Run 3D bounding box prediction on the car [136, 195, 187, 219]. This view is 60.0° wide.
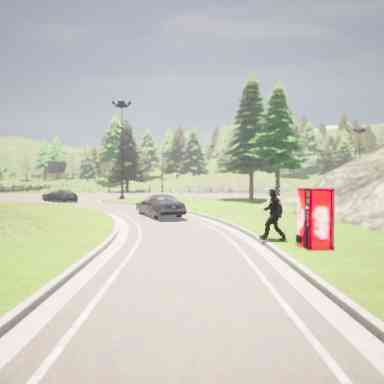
[{"bbox_3d":[-2.102,0.872,21.550,2.033,1.411,5.357,-1,2,-24],"label":"car"}]

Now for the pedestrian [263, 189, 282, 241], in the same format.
[{"bbox_3d":[2.804,0.775,11.549,0.375,1.860,0.375,0,2,-3],"label":"pedestrian"}]

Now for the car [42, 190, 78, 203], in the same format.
[{"bbox_3d":[-14.620,0.415,36.812,4.181,1.385,1.994,1,2,31],"label":"car"}]

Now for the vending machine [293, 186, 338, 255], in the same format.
[{"bbox_3d":[3.913,0.858,10.620,1.100,2.100,0.880,0,2,-1],"label":"vending machine"}]
